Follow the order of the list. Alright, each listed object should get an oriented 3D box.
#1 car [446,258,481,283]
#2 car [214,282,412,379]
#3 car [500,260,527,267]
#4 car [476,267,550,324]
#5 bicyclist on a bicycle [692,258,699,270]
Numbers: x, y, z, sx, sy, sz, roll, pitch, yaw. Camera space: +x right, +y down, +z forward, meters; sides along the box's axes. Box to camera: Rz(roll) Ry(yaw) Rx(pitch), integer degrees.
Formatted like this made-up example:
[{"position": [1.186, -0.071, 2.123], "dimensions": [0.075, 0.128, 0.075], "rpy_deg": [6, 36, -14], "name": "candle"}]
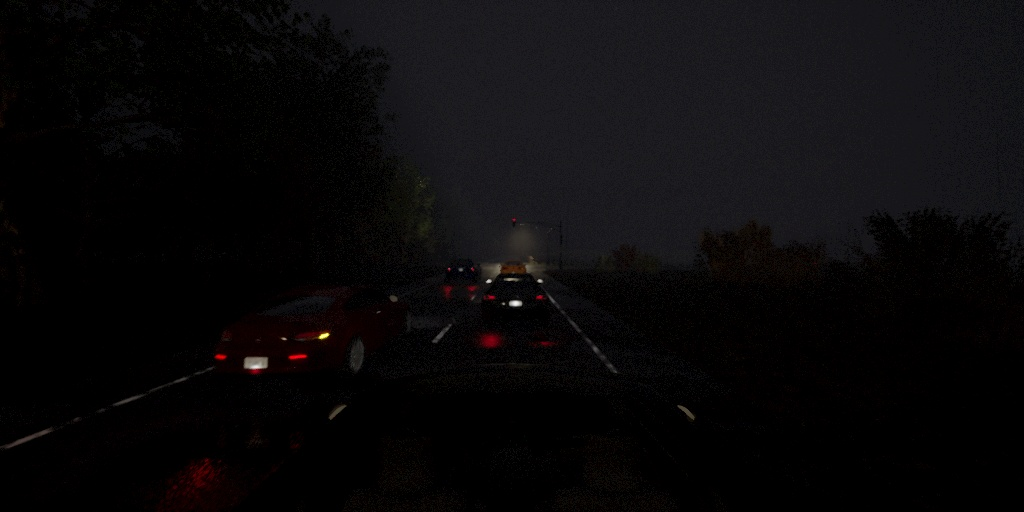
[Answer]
[{"position": [-3.403, 0.922, 25.968], "dimensions": [2.097, 1.767, 4.553], "rpy_deg": [0, 1, 0], "name": "car"}, {"position": [-3.401, 1.237, 7.066], "dimensions": [1.812, 1.442, 4.674], "rpy_deg": [0, 0, 0], "name": "car"}, {"position": [0.098, 1.036, 27.415], "dimensions": [1.882, 1.535, 5.008], "rpy_deg": [0, 0, 0], "name": "car"}, {"position": [0.098, 1.241, 11.709], "dimensions": [1.994, 1.385, 4.181], "rpy_deg": [0, 0, 0], "name": "car"}, {"position": [24.297, 1.059, 47.633], "dimensions": [0.582, 1.620, 1.656], "rpy_deg": [1, 0, 0], "name": "bicyclist on a bicycle"}]
